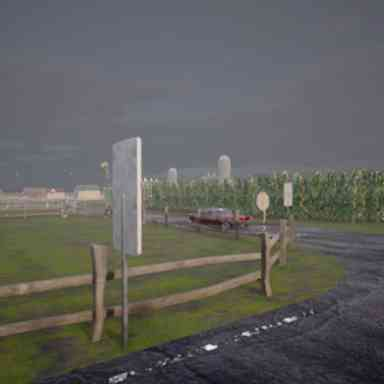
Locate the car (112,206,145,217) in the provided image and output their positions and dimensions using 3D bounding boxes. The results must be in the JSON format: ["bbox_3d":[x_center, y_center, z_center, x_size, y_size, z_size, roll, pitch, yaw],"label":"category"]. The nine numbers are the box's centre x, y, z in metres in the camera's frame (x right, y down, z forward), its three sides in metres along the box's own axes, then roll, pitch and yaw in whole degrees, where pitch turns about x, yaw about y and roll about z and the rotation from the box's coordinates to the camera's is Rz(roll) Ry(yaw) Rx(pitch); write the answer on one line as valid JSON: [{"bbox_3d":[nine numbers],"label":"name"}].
[{"bbox_3d":[-6.595,1.748,34.134,1.882,1.535,5.008,0,0,-35],"label":"car"}]

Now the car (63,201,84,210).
[{"bbox_3d":[-18.018,2.004,50.367,2.033,1.411,5.357,0,0,-35],"label":"car"}]

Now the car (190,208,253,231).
[{"bbox_3d":[1.897,1.751,22.186,1.895,1.301,4.718,0,0,-35],"label":"car"}]
